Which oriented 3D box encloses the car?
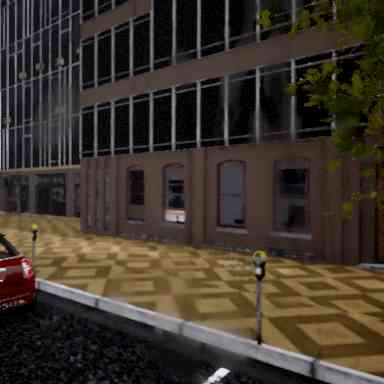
[{"bbox_3d":[-4.808,1.381,6.307,4.097,1.590,1.967,1,0,36],"label":"car"}]
